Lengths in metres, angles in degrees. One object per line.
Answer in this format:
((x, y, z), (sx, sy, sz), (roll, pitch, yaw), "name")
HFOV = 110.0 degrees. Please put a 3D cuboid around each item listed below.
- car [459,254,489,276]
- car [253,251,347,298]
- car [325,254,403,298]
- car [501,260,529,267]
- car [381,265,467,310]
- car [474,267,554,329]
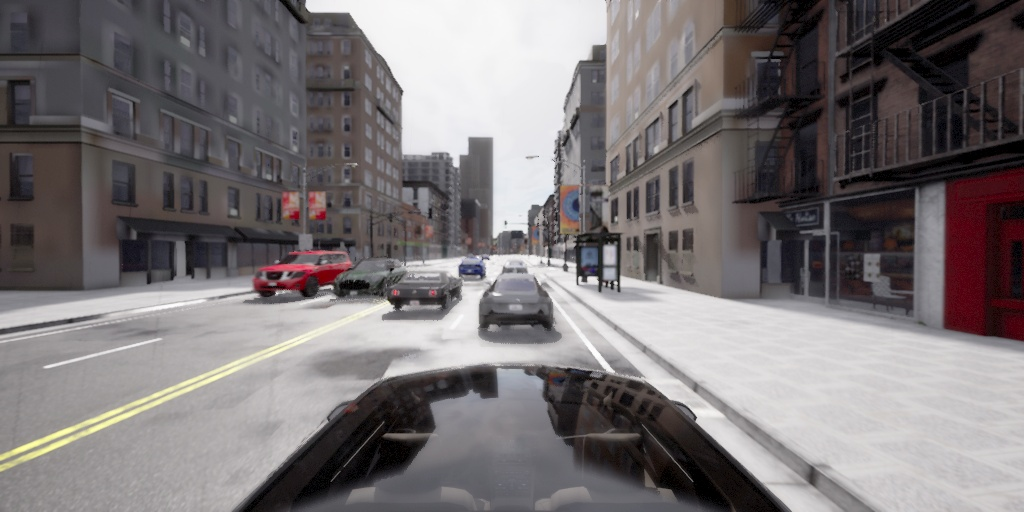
((-3.086, 0.887, 28.205), (1.882, 1.535, 5.008), (0, 1, -1), "car")
((-9.742, 0.765, 17.373), (2.150, 2.045, 5.566), (0, 1, 0), "car")
((-6.491, 0.900, 16.970), (2.097, 1.767, 4.553), (0, 1, 1), "car")
((0.215, 0.989, 25.699), (2.033, 1.411, 5.357), (0, 1, 1), "car")
((-3.096, 1.192, 13.748), (1.895, 1.301, 4.718), (0, 1, 1), "car")
((0.121, 1.196, 10.730), (1.994, 1.385, 4.181), (0, 1, 1), "car")
